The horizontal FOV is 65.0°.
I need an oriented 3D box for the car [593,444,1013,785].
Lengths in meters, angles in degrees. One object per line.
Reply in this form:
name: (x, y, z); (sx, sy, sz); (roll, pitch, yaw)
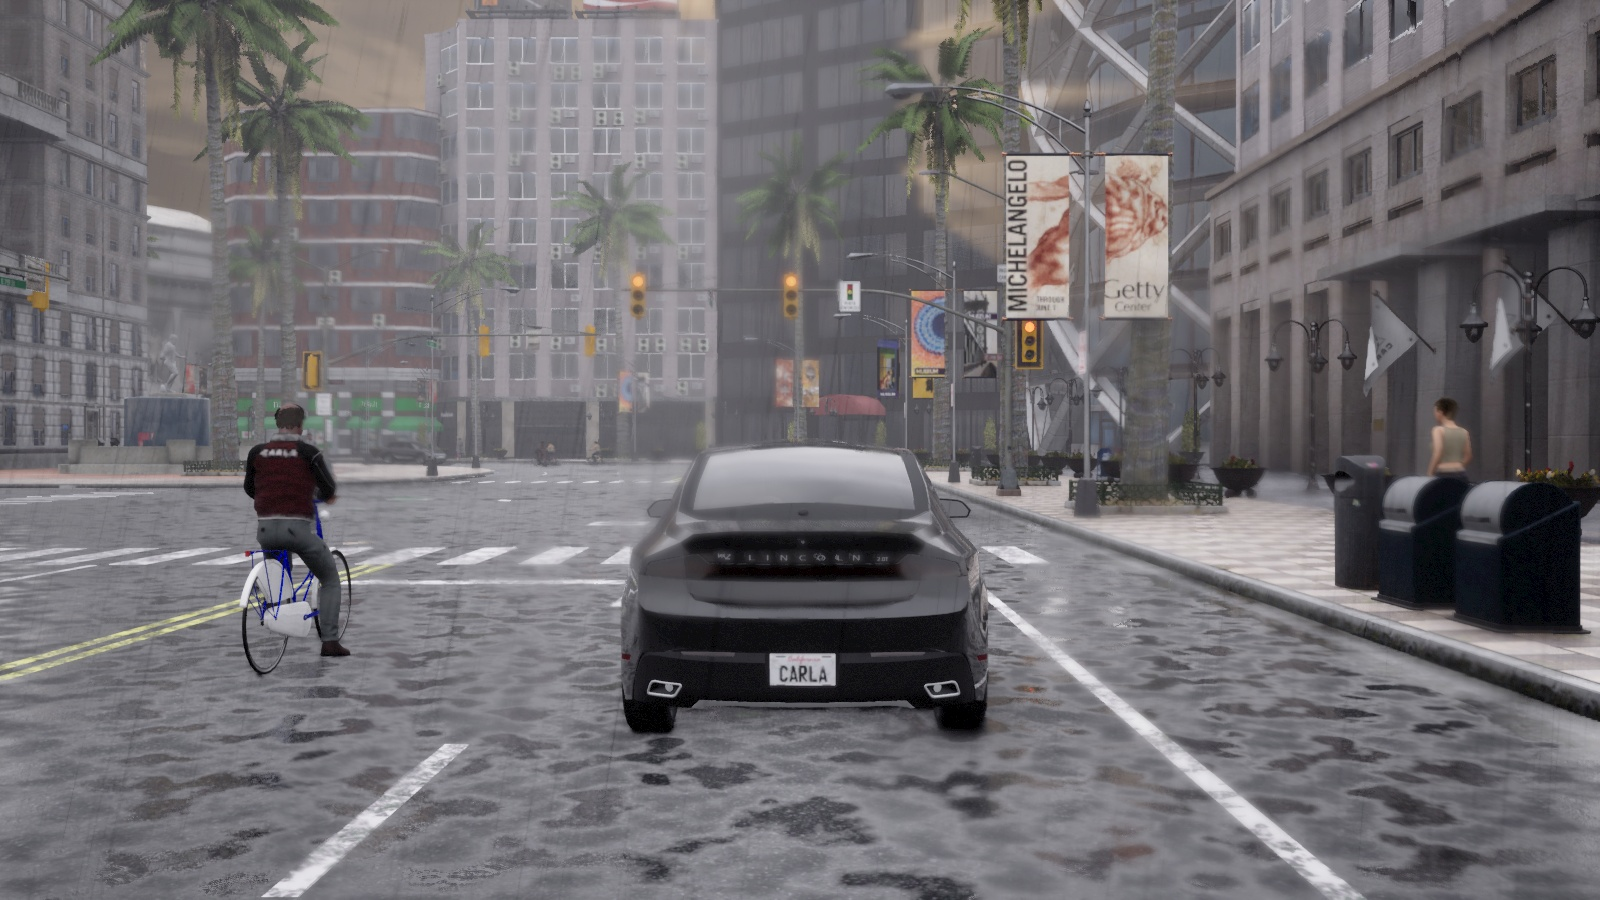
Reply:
car: (0.047, 0.707, 7.945); (1.837, 1.490, 4.892); (0, 0, 1)

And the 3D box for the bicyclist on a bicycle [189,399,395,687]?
bicyclist on a bicycle: (-3.432, 0.565, 8.669); (0.659, 1.776, 1.843); (0, 1, 0)

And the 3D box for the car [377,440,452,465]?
car: (-26.640, 0.165, 86.854); (4.856, 1.649, 2.033); (0, 0, 26)

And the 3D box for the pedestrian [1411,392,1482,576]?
pedestrian: (6.598, 0.336, 12.828); (0.345, 1.836, 0.594); (0, 0, -12)
